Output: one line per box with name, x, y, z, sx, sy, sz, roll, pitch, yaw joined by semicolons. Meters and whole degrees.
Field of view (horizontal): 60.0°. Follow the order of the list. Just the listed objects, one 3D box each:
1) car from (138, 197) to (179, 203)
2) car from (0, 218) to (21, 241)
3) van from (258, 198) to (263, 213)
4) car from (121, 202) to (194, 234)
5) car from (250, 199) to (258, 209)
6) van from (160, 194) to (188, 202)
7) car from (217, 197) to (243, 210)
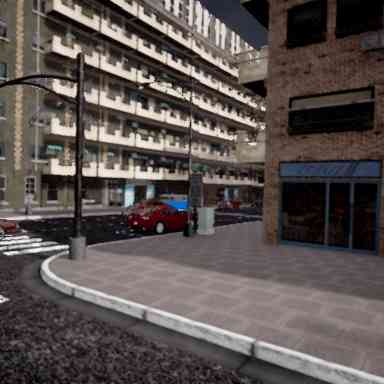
car;-3.430;1.337;26.156;1.812;1.442;4.674;2;1;36
car;-9.436;1.245;12.459;2.033;1.411;5.357;2;0;36
van;8.343;1.461;32.658;1.690;1.788;3.998;1;0;36
car;-1.587;1.481;18.791;1.887;1.381;4.507;1;0;36
car;9.478;1.532;44.116;1.882;1.535;5.008;2;0;36
van;-1.758;1.143;32.907;1.690;1.788;3.998;1;0;36
car;4.835;1.366;42.168;1.967;1.590;4.097;1;0;36
